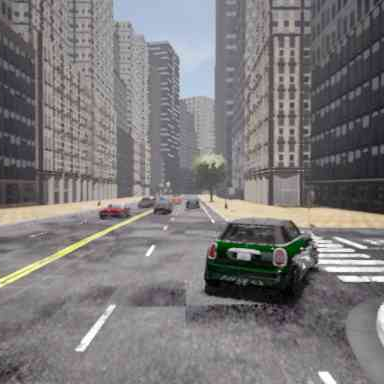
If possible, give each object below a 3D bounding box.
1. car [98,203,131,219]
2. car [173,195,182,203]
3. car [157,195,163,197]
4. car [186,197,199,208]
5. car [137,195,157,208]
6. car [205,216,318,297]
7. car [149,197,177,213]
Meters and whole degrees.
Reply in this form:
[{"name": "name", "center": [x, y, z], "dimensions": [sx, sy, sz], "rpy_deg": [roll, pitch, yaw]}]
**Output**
[{"name": "car", "center": [-6.589, 1.598, 28.718], "dimensions": [1.895, 1.301, 4.718], "rpy_deg": [0, 0, 0]}, {"name": "car", "center": [-3.128, 1.347, 67.775], "dimensions": [2.097, 1.767, 4.553], "rpy_deg": [0, 0, 0]}, {"name": "car", "center": [-6.478, 1.326, 64.724], "dimensions": [2.128, 1.511, 4.902], "rpy_deg": [0, 0, 0]}, {"name": "car", "center": [0.117, 1.487, 49.063], "dimensions": [2.128, 1.511, 4.902], "rpy_deg": [0, 0, 0]}, {"name": "car", "center": [-6.561, 1.521, 47.750], "dimensions": [1.812, 1.442, 4.674], "rpy_deg": [0, 0, 0]}, {"name": "car", "center": [2.132, 1.473, 9.308], "dimensions": [2.097, 1.767, 4.553], "rpy_deg": [1, 0, 27]}, {"name": "car", "center": [-3.139, 1.544, 36.723], "dimensions": [2.033, 1.411, 5.357], "rpy_deg": [0, 0, 0]}]
